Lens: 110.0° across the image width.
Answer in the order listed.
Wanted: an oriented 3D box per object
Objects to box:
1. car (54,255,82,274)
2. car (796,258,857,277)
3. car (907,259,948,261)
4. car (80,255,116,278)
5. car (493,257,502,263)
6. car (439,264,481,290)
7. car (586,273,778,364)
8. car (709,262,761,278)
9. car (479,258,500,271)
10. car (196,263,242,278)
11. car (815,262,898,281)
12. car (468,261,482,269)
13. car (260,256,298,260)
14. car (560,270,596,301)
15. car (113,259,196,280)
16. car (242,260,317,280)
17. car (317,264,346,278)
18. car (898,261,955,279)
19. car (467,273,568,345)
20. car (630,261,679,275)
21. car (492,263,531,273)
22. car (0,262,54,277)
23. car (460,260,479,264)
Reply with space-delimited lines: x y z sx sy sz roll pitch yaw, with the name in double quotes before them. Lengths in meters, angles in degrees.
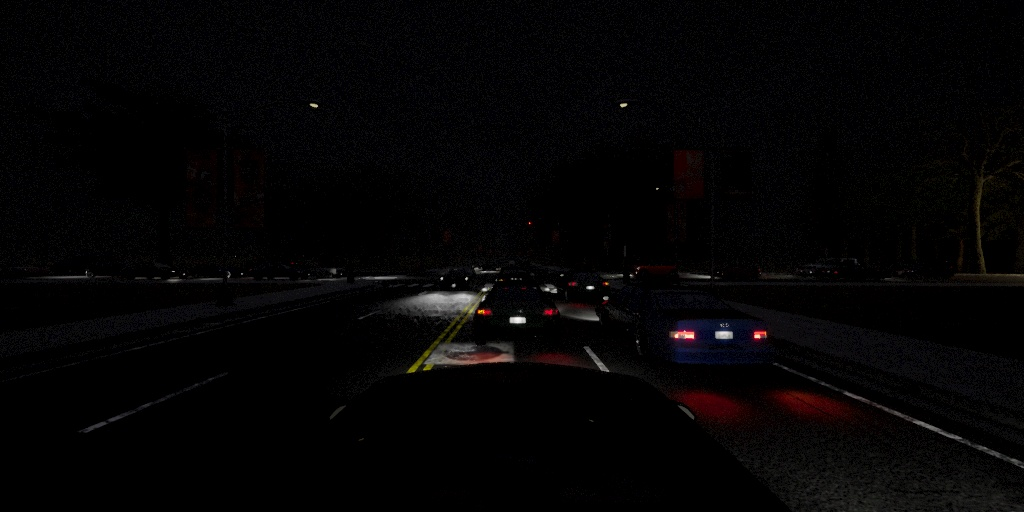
"car" -47.347 0.908 39.708 5.566 2.045 2.150 1 0 -1
"car" 32.677 1.230 37.096 5.566 2.045 2.150 0 0 0
"car" 45.927 1.327 40.394 5.566 2.045 2.150 0 0 0
"car" -36.177 1.054 33.123 4.553 1.767 2.097 0 0 0
"car" -3.294 1.487 63.835 1.837 1.490 4.892 0 0 -1
"car" -3.341 1.394 22.862 1.895 1.301 4.718 0 0 0
"car" 3.354 1.302 8.195 2.033 1.411 5.357 0 0 0
"car" 23.235 1.520 37.040 4.181 1.385 1.994 0 0 -2
"car" -3.323 1.463 53.122 2.033 1.411 5.357 0 0 0
"car" -27.216 1.332 33.201 4.718 1.301 1.895 0 0 -1
"car" 32.205 1.547 33.644 5.357 1.411 2.033 0 0 0
"car" -6.541 1.544 63.258 1.994 1.385 4.181 0 0 0
"car" -26.561 0.966 39.857 5.566 2.045 2.150 0 0 0
"car" 3.358 1.339 17.438 1.994 1.385 4.181 0 0 0
"car" -29.711 1.243 29.927 4.674 1.442 1.812 0 0 -1
"car" -19.388 1.280 30.033 4.674 1.442 1.812 0 0 -2
"car" -18.075 1.365 33.286 4.718 1.301 1.895 0 0 -1
"car" 42.660 1.567 37.146 4.902 1.511 2.128 0 0 0
"car" 0.107 1.320 9.544 1.994 1.385 4.181 0 0 0
"car" 14.601 1.265 36.946 4.553 1.767 2.097 0 0 -1
"car" 0.099 1.283 18.449 1.837 1.490 4.892 0 0 0
"car" -46.028 1.277 33.056 4.718 1.301 1.895 0 0 0
"car" -6.572 1.407 53.110 2.128 1.511 4.902 0 0 0
